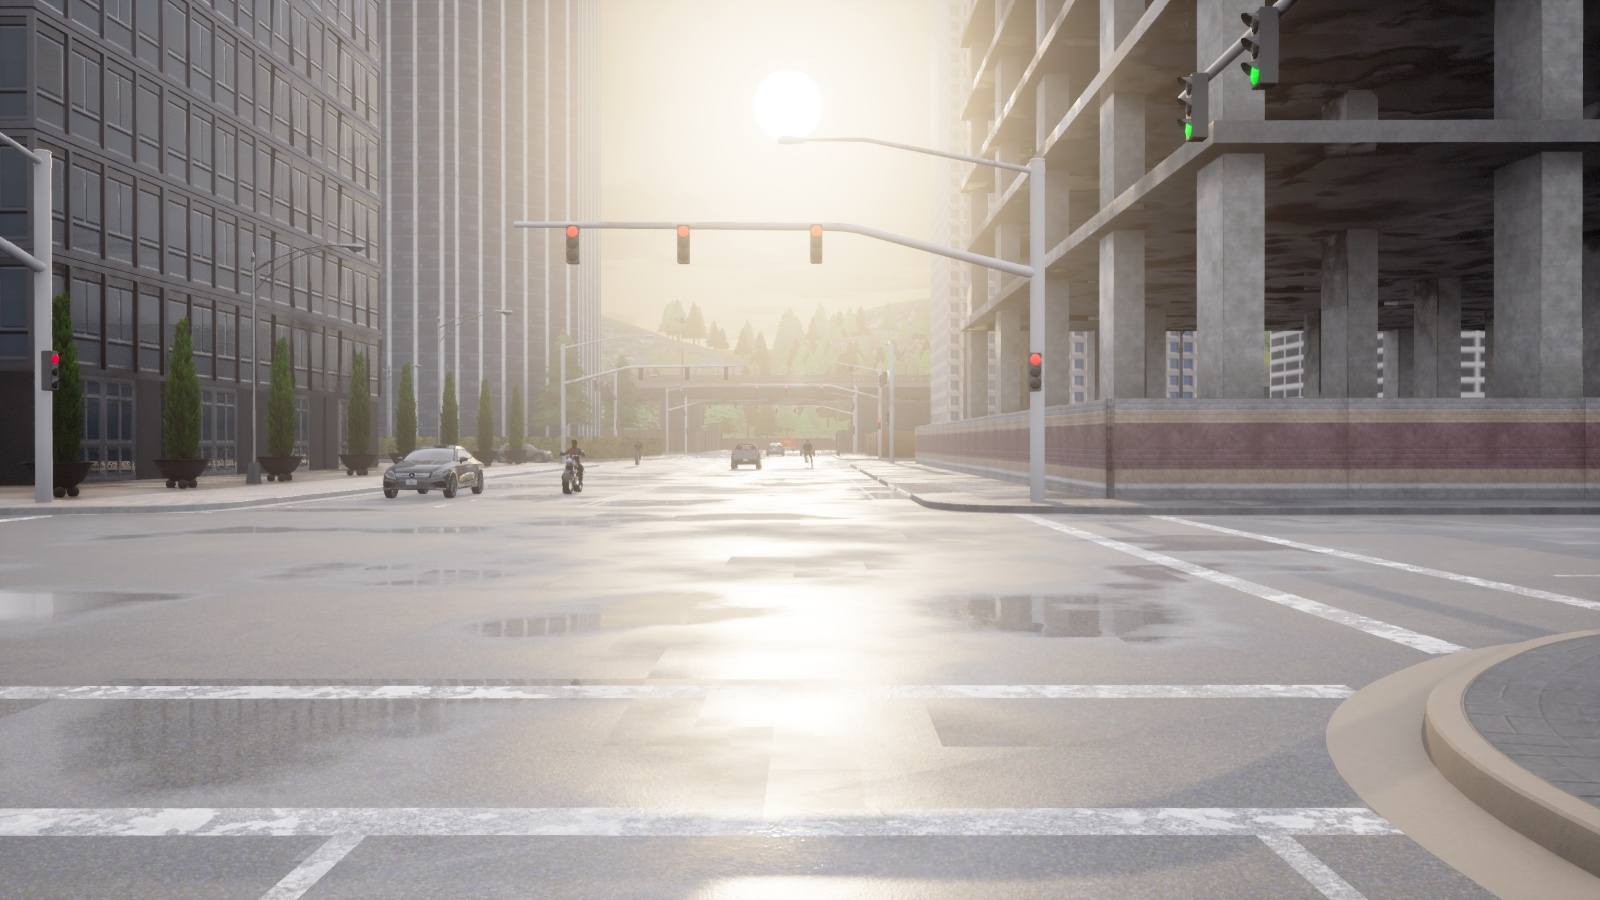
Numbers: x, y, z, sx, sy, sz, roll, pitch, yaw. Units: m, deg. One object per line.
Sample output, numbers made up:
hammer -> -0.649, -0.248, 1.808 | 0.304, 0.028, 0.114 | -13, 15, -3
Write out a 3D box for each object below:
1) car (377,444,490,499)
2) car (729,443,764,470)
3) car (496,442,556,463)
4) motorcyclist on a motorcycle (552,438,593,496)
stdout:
car -> -10.276, 0.563, 35.566 | 1.812, 1.442, 4.674 | 0, 0, 0
car -> -3.061, 0.351, 72.112 | 1.845, 1.501, 3.633 | 0, 0, 0
car -> -19.387, 0.194, 89.039 | 3.806, 1.475, 1.970 | 0, 0, 0
motorcyclist on a motorcycle -> -6.765, 0.480, 37.403 | 0.766, 1.649, 2.350 | 0, 0, 0
